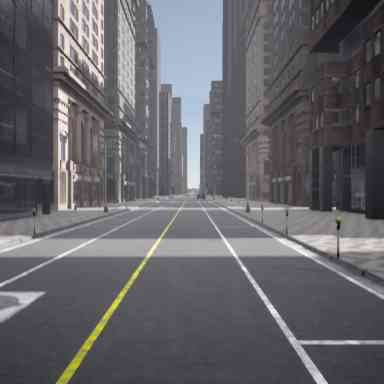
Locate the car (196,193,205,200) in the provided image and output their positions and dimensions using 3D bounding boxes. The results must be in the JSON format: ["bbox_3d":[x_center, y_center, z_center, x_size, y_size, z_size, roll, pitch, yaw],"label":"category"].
[{"bbox_3d":[2.394,1.209,90.050,2.150,2.045,5.566,0,0,0],"label":"car"}]
